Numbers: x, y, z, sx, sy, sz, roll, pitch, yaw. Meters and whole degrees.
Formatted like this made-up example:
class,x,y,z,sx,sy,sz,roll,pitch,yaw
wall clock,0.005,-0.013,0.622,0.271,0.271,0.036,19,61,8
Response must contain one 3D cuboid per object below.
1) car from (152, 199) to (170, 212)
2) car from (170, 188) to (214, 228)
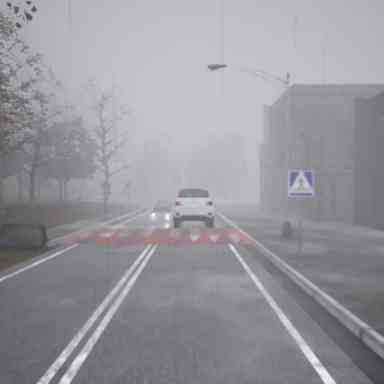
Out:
class,x,y,z,sx,sy,sz,roll,pitch,yaw
car,-3.314,1.529,37.595,1.837,1.490,4.892,0,0,0
car,0.084,1.049,19.351,2.150,2.045,5.566,0,-7,0
